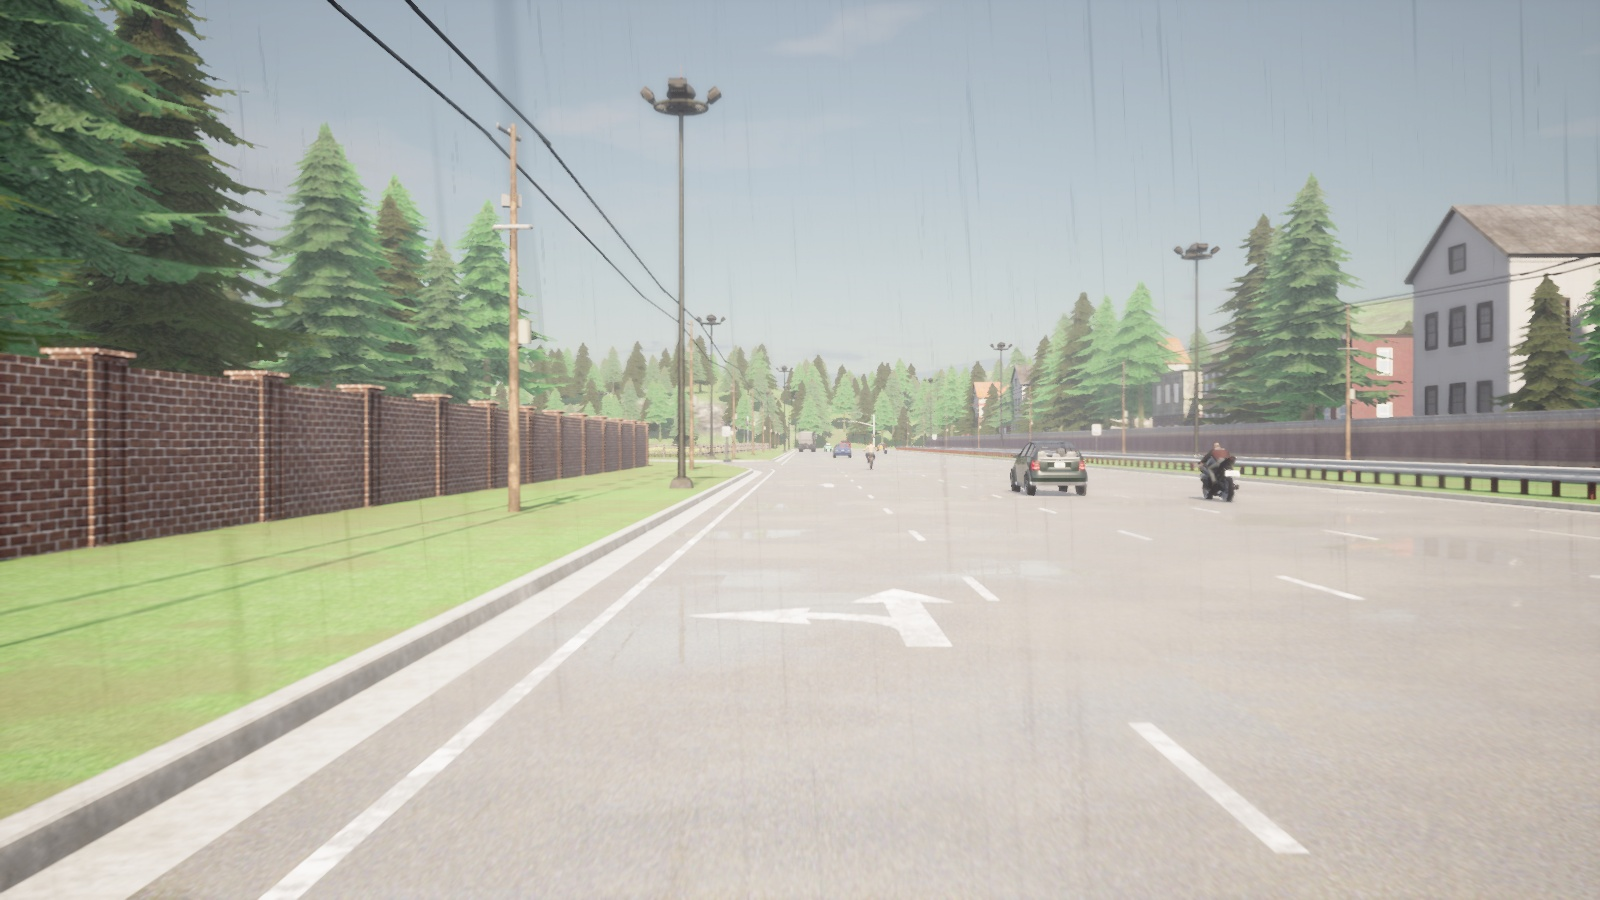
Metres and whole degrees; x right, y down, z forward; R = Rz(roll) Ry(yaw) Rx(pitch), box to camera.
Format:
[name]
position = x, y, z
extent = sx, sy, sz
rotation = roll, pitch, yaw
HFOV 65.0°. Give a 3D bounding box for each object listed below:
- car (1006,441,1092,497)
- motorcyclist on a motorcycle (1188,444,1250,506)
[car]
position = 7.225, 0.524, 36.701
extent = 1.789, 1.549, 3.705
rotation = 0, 0, 0
[motorcyclist on a motorcycle]
position = 10.699, 0.609, 32.140
extent = 0.866, 1.530, 2.191
rotation = 0, 0, 0
